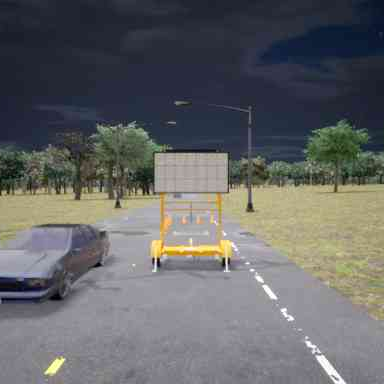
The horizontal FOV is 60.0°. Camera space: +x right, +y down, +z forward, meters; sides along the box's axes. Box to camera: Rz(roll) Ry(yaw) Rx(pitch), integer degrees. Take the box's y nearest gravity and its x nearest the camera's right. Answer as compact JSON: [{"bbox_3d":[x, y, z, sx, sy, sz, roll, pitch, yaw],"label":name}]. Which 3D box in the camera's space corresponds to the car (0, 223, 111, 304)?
[{"bbox_3d":[-3.521,1.535,8.542,2.033,1.411,5.357,0,0,0],"label":"car"}]

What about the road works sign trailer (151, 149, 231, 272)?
[{"bbox_3d":[-0.027,0.445,10.685,2.380,3.560,2.880,0,0,0],"label":"road works sign trailer"}]

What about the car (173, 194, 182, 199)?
[{"bbox_3d":[-3.722,0.911,83.864,1.837,1.490,4.892,0,0,0],"label":"car"}]
